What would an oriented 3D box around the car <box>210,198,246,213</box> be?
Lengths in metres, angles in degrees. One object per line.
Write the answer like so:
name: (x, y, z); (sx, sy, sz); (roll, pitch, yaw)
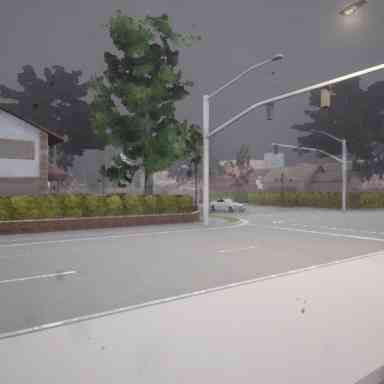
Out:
car: (3.795, 1.435, 36.354); (1.812, 1.442, 4.674); (0, 0, -36)
